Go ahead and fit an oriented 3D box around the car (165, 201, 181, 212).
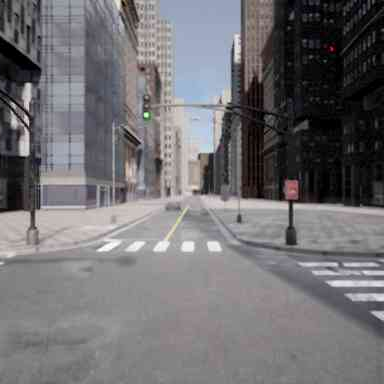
[{"bbox_3d":[-2.446,1.819,43.702,1.994,1.385,4.181,0,0,1],"label":"car"}]
